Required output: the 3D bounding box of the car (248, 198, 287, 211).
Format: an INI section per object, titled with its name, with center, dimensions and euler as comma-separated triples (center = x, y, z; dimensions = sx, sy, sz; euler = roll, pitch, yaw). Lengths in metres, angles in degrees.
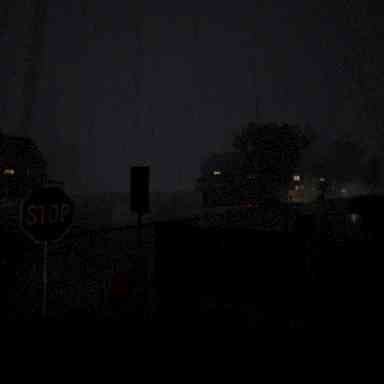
[car]
center = 6.751, 1.201, 29.231
dimensions = 2.033, 1.411, 5.357
euler = 2, 2, 35
